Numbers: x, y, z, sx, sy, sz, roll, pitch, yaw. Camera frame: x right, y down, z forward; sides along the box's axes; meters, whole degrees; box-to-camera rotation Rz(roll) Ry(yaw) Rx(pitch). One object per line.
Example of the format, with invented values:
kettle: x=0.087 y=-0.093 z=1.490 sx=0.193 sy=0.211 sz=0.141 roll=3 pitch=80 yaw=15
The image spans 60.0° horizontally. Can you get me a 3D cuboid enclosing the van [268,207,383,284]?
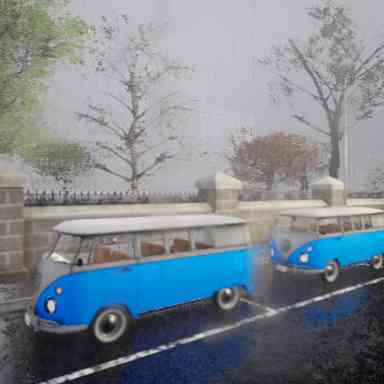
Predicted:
van: x=3.901 y=1.340 z=9.337 sx=3.998 sy=1.788 sz=1.690 roll=0 pitch=0 yaw=-35

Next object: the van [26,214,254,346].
van: x=-0.683 y=1.341 z=6.070 sx=3.998 sy=1.788 sz=1.690 roll=0 pitch=0 yaw=-35
